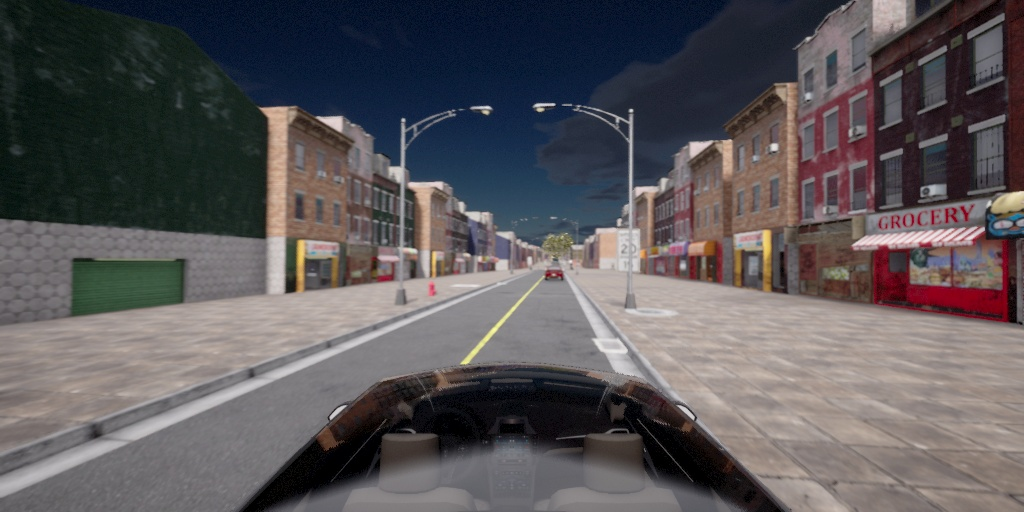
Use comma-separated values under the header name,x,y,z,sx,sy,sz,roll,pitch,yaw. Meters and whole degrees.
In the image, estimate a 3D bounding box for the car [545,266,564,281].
name,x,y,z,sx,sy,sz,roll,pitch,yaw
car,4.466,1.755,37.796,1.882,1.535,5.008,0,-1,8
